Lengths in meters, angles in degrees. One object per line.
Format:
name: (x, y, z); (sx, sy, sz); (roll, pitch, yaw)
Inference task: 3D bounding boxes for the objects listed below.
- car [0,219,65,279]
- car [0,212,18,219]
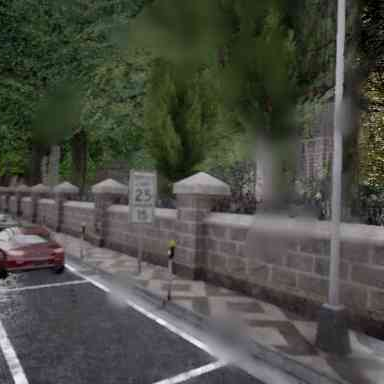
car: (-5.237, 1.718, 10.395); (1.802, 1.307, 4.206); (3, -2, -37)
car: (-8.554, 1.693, 14.814); (2.008, 1.369, 4.403); (3, -2, -37)
